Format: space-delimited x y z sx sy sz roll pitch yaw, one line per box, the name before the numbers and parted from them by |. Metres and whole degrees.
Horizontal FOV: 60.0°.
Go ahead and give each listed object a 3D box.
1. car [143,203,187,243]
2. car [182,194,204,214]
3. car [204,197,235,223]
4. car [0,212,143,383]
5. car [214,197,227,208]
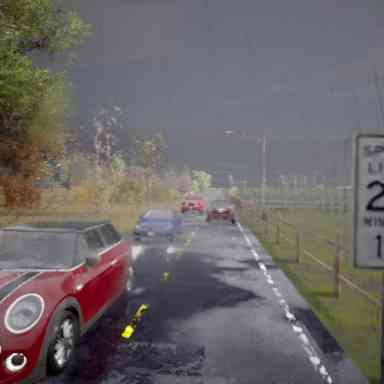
car | -1.530 1.504 16.389 1.812 1.442 4.674 1 0 5
car | 0.174 1.230 35.498 2.150 2.045 5.566 1 0 5
car | 2.291 1.407 26.335 2.097 1.767 4.553 1 0 5
car | -2.454 1.306 5.569 2.097 1.767 4.553 1 0 5
car | 4.315 1.572 49.902 1.837 1.490 4.892 1 -1 5
